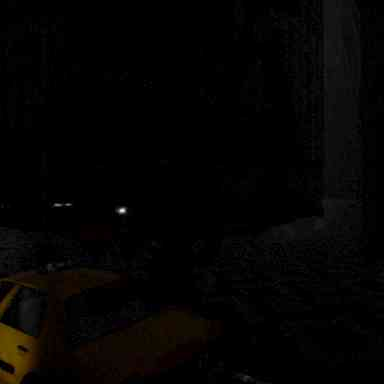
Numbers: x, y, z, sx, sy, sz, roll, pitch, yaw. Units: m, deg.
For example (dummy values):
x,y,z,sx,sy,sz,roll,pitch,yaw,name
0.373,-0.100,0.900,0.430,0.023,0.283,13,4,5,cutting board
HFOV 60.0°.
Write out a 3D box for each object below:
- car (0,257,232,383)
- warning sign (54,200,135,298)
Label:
x,y,z,sx,sy,sz,roll,pitch,yaw,name
-1.871,1.535,4.290,4.829,1.417,1.752,0,0,35,car
-2.102,1.130,7.270,1.060,1.860,1.300,0,0,35,warning sign
